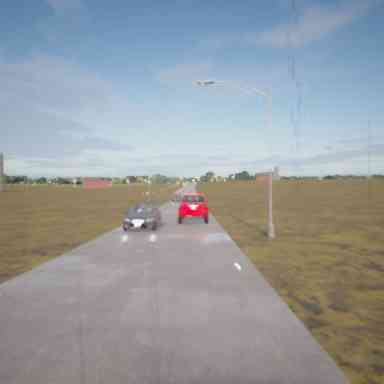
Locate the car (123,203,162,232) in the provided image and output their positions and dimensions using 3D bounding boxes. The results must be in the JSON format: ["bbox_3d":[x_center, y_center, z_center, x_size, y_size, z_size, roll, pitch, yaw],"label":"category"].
[{"bbox_3d":[-2.849,1.461,19.925,2.128,1.511,4.902,0,0,0],"label":"car"}]

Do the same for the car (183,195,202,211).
[{"bbox_3d":[0.089,1.235,39.355,2.097,1.767,4.553,0,0,0],"label":"car"}]

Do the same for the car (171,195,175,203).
[{"bbox_3d":[-2.780,1.216,61.055,1.837,1.490,4.892,0,1,1],"label":"car"}]

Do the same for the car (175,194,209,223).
[{"bbox_3d":[0.105,1.171,24.872,2.150,2.045,5.566,0,0,0],"label":"car"}]
